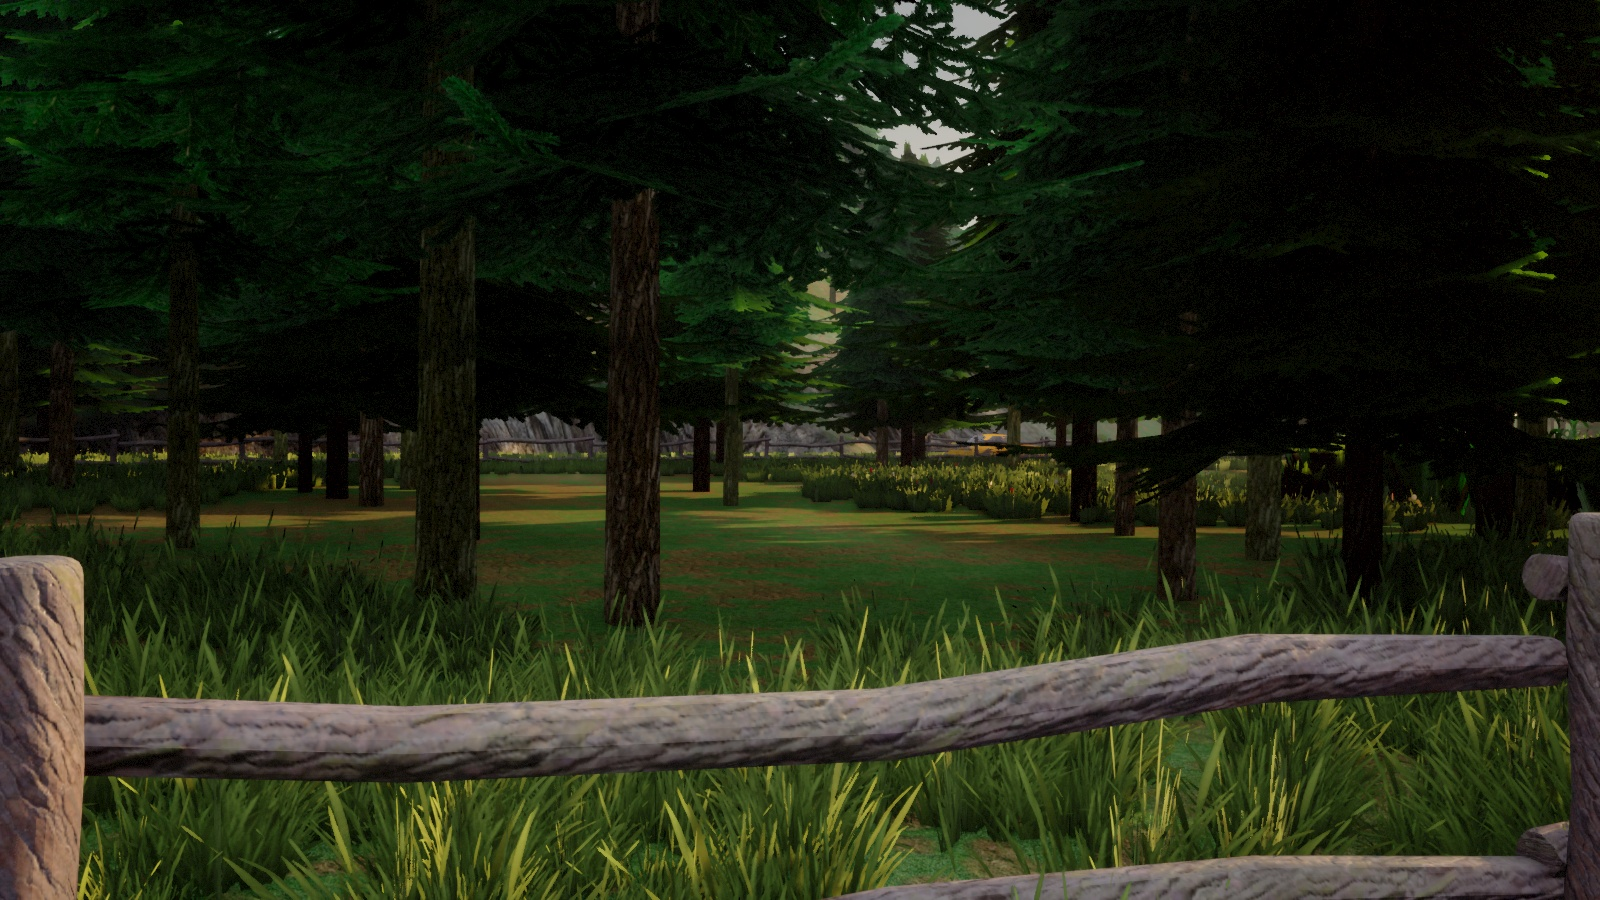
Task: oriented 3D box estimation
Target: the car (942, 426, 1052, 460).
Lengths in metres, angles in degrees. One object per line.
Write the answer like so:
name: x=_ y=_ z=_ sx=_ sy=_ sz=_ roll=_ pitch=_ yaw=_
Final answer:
car: x=9.766 y=-0.352 z=62.093 sx=5.366 sy=1.575 sz=1.801 roll=-1 pitch=1 yaw=-28
